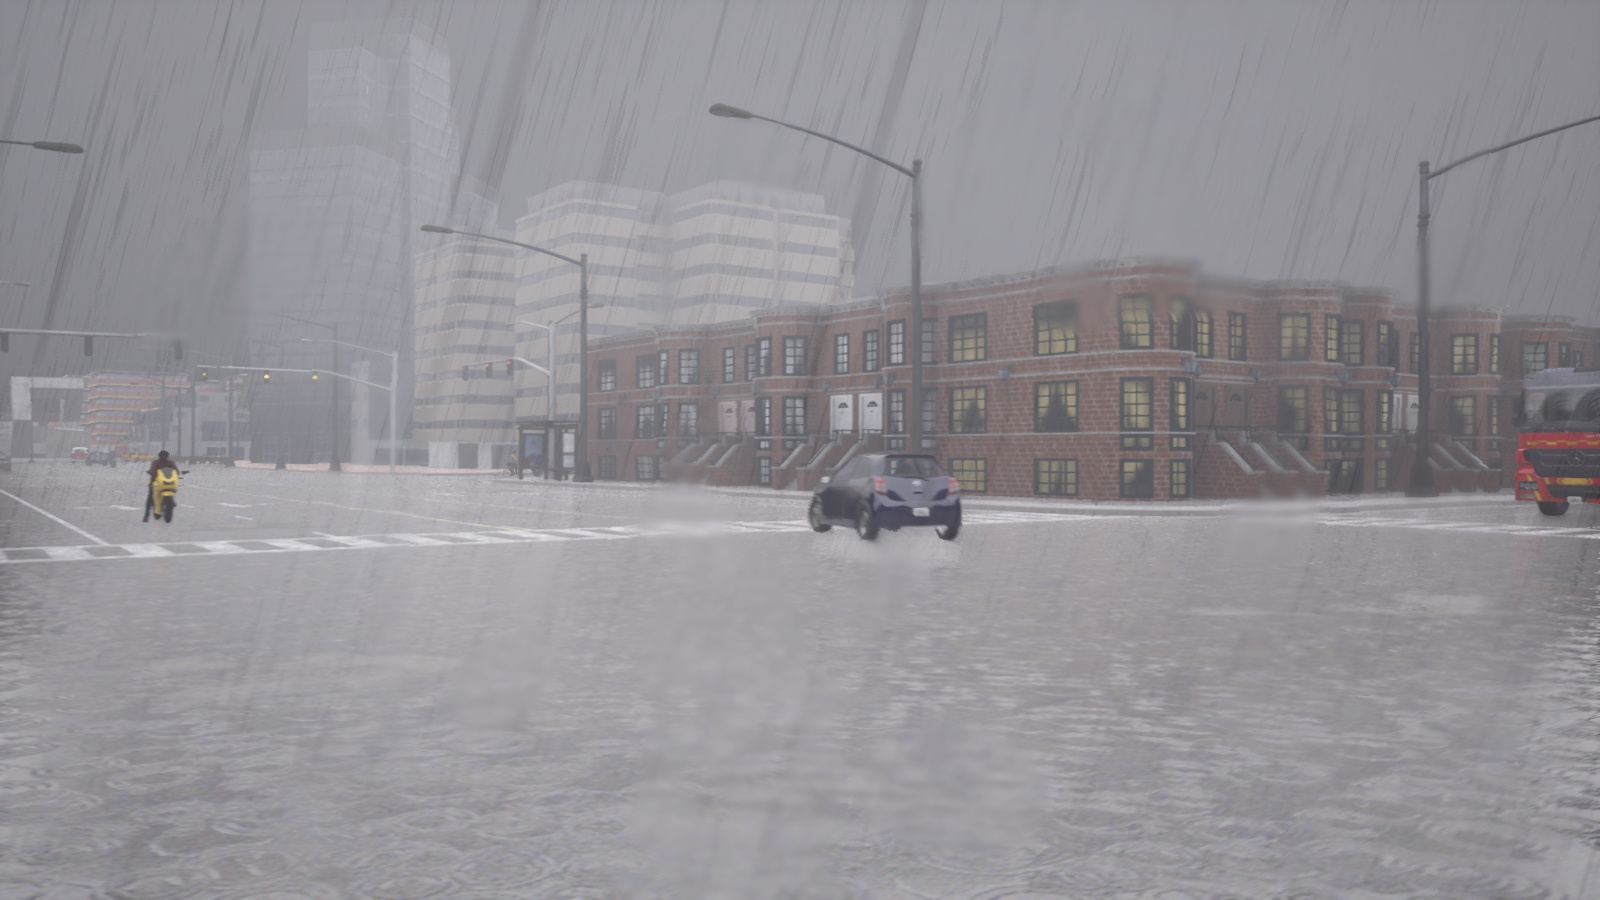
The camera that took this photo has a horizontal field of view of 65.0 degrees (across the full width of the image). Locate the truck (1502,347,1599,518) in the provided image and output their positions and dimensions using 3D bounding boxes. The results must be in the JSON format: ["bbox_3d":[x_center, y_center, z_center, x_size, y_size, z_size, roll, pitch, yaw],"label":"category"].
[{"bbox_3d":[20.987,-0.388,31.057,8.468,3.827,2.891,0,0,-35],"label":"truck"}]

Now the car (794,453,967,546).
[{"bbox_3d":[1.329,0.811,22.328,1.845,1.501,3.633,0,0,-18],"label":"car"}]

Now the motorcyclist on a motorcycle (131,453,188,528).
[{"bbox_3d":[-13.519,0.820,26.482,0.797,1.523,2.044,0,0,-35],"label":"motorcyclist on a motorcycle"}]
